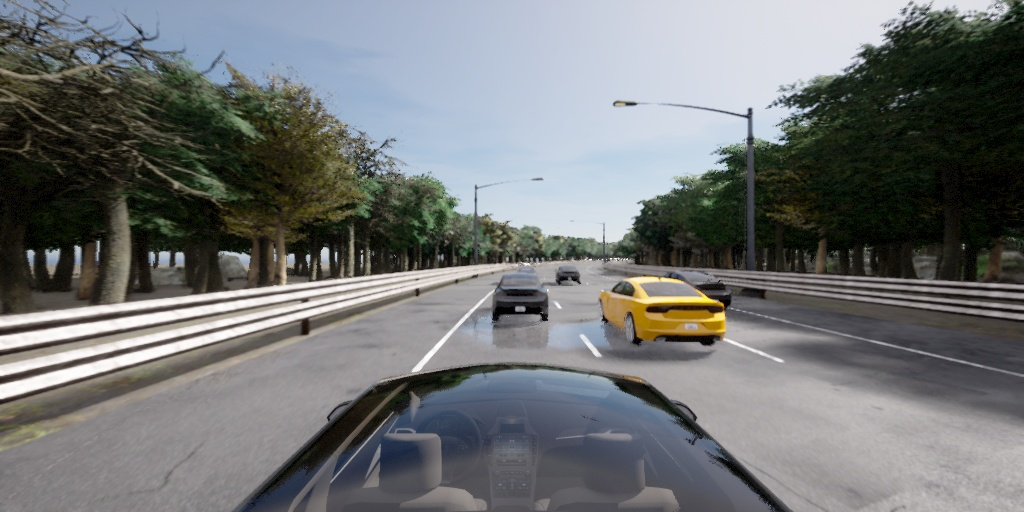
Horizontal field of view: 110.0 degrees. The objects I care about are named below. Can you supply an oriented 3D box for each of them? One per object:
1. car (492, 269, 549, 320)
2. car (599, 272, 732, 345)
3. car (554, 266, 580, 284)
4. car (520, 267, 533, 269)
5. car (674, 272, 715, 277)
[{"bbox_3d":[0.313,1.382,13.199,1.837,1.490,4.892,0,-1,2],"label":"car"},{"bbox_3d":[3.726,1.322,9.832,1.882,1.535,5.008,0,-1,1],"label":"car"},{"bbox_3d":[4.716,1.582,30.662,1.837,1.490,4.892,0,-1,4],"label":"car"},{"bbox_3d":[1.258,1.645,31.306,1.994,1.385,4.181,0,-1,4],"label":"car"},{"bbox_3d":[7.391,1.416,15.417,1.837,1.490,4.892,0,-1,2],"label":"car"}]
